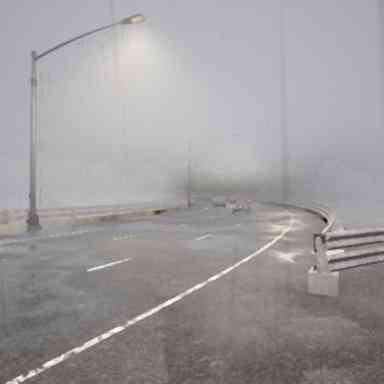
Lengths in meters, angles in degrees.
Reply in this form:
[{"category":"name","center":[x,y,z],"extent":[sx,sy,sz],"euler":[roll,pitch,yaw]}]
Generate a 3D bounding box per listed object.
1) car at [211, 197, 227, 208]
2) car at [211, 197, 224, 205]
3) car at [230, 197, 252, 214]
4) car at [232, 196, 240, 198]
[{"category":"car","center":[4.345,1.631,51.039],"extent":[2.128,1.511,4.902],"euler":[0,-1,6]},{"category":"car","center":[4.934,1.705,64.801],"extent":[1.812,1.442,4.674],"euler":[0,0,-2]},{"category":"car","center":[5.708,1.668,37.673],"extent":[2.033,1.411,5.357],"euler":[0,0,13]},{"category":"car","center":[8.428,1.551,63.437],"extent":[2.097,1.767,4.553],"euler":[0,0,0]}]
